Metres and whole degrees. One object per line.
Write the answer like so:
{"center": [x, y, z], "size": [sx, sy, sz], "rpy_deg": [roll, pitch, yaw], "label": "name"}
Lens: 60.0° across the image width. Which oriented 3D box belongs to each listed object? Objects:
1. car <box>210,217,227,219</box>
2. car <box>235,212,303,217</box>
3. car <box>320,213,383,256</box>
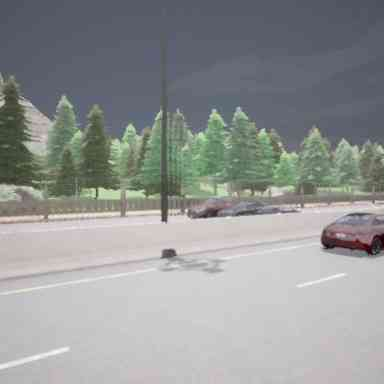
{"center": [3.951, 1.422, 24.007], "size": [4.892, 1.490, 1.837], "rpy_deg": [0, 0, -35], "label": "car"}
{"center": [5.013, 1.523, 20.467], "size": [4.718, 1.301, 1.895], "rpy_deg": [0, 0, -35], "label": "car"}
{"center": [6.913, 1.500, 12.979], "size": [4.181, 1.385, 1.994], "rpy_deg": [0, 0, -35], "label": "car"}
